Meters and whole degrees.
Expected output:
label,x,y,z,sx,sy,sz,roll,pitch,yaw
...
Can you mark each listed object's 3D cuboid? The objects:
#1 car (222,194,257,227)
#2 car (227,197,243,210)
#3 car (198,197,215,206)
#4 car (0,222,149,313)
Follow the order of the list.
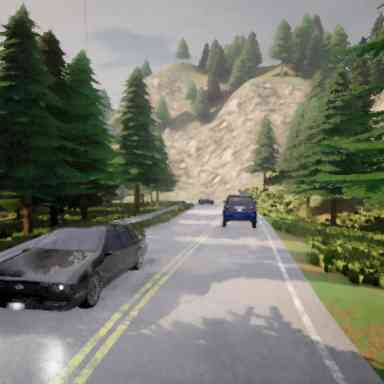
label,x,y,z,sx,sy,sz,roll,pitch,yaw
car,3.232,1.169,22.567,2.150,2.045,5.566,1,0,8
car,5.385,1.395,41.938,1.812,1.442,4.674,1,0,5
car,2.202,1.412,51.380,1.895,1.301,4.718,0,0,-7
car,-2.505,1.471,8.058,2.033,1.411,5.357,1,0,8
